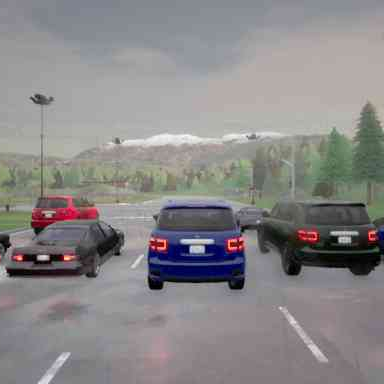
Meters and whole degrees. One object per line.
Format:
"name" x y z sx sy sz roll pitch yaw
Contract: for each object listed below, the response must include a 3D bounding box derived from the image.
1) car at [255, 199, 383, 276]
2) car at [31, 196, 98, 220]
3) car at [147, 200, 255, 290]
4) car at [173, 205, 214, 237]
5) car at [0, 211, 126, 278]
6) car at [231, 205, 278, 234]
"car" 3.590 1.221 10.511 2.150 2.045 5.566 0 0 0
"car" -6.917 1.221 18.681 2.150 2.045 5.566 0 0 0
"car" 0.085 1.221 9.228 2.150 2.045 5.566 0 0 0
"car" 0.076 1.547 19.414 2.033 1.411 5.357 0 0 0
"car" -3.406 1.547 10.099 2.033 1.411 5.357 0 0 0
"car" 3.575 1.564 19.773 1.994 1.385 4.181 0 0 0
